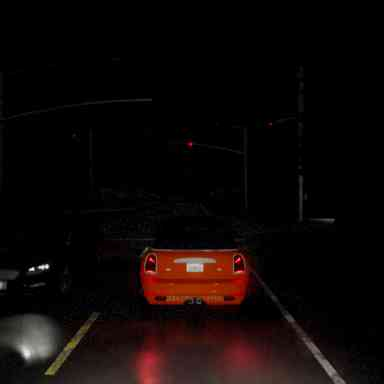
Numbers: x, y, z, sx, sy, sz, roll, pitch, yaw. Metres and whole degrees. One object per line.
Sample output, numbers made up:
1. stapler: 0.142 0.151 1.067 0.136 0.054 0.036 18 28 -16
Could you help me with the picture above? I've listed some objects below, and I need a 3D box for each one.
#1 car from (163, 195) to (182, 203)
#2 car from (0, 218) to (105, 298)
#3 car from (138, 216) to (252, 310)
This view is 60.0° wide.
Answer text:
1. car: -4.216 1.338 70.996 2.097 1.767 4.553 0 0 -39
2. car: -3.655 1.489 8.679 2.128 1.511 4.902 0 0 0
3. car: 0.058 1.350 7.985 2.097 1.767 4.553 0 0 0
